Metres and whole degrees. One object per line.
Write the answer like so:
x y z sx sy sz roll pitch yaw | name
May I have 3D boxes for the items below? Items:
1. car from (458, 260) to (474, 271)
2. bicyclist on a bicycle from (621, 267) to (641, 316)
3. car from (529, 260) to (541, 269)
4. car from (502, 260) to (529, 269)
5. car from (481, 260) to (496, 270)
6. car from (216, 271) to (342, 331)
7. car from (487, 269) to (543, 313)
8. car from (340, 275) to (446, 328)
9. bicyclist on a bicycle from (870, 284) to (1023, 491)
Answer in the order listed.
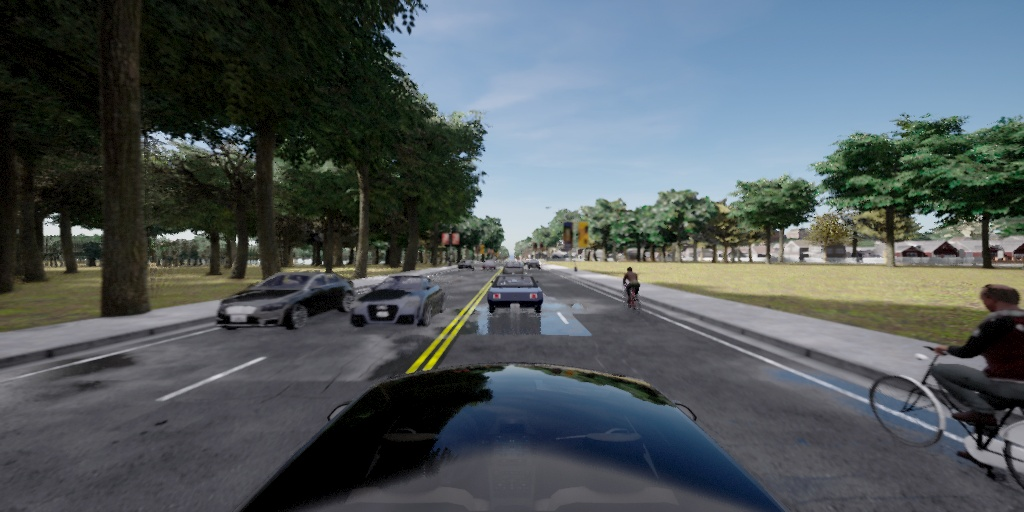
-6.553 1.259 51.478 1.882 1.535 5.008 0 0 0 | car
4.148 1.203 12.490 0.582 1.620 1.656 0 0 0 | bicyclist on a bicycle
3.375 1.318 56.459 1.812 1.442 4.674 0 0 0 | car
0.115 1.247 31.973 2.128 1.511 4.902 0 0 0 | car
-3.305 1.308 51.767 1.812 1.442 4.674 0 0 0 | car
-6.595 1.241 11.103 2.128 1.511 4.902 0 0 0 | car
0.107 1.351 14.032 1.895 1.301 4.718 0 0 0 | car
-3.344 1.313 11.260 1.994 1.385 4.181 0 0 0 | car
4.144 1.121 3.244 0.659 1.776 1.843 0 0 0 | bicyclist on a bicycle
